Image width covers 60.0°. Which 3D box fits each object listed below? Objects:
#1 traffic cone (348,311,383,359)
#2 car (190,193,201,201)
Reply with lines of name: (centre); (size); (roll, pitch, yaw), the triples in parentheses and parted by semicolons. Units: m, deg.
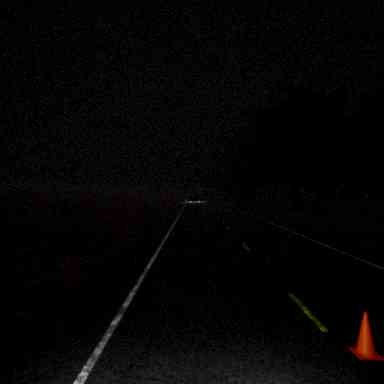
traffic cone: (2.437, 1.978, 4.678); (0.340, 0.580, 0.340); (0, 0, 0)
car: (0.673, 0.999, 66.102); (1.837, 1.490, 4.892); (0, 1, 0)
